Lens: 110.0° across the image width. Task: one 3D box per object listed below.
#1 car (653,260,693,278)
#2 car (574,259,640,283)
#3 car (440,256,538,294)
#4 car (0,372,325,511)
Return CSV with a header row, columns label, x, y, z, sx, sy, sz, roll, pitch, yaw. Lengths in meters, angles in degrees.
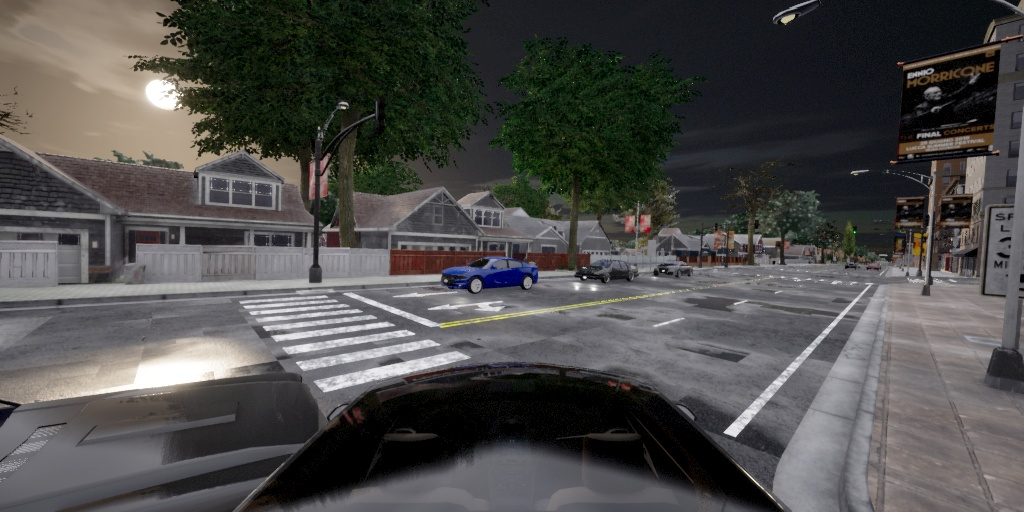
label,x,y,z,sx,sy,sz,roll,pitch,yaw
car,13.632,1.033,30.250,4.181,1.385,1.994,1,2,-44
car,6.342,0.931,23.425,5.357,1.411,2.033,1,2,-43
car,-0.916,0.780,16.602,5.008,1.535,1.882,1,2,-43
car,-3.317,1.272,1.448,4.718,1.301,1.895,1,2,-33
